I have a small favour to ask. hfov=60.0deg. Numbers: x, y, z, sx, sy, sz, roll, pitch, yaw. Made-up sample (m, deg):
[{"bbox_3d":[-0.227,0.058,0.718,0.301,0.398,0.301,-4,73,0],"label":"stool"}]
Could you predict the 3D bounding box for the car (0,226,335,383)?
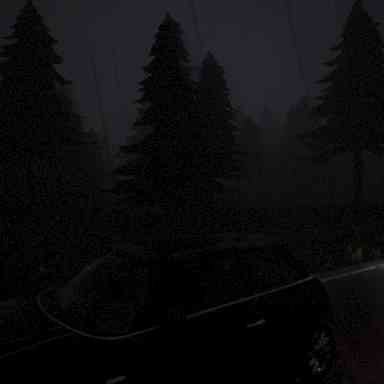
[{"bbox_3d":[-0.409,1.352,3.709,4.553,1.767,2.097,0,0,-38],"label":"car"}]
